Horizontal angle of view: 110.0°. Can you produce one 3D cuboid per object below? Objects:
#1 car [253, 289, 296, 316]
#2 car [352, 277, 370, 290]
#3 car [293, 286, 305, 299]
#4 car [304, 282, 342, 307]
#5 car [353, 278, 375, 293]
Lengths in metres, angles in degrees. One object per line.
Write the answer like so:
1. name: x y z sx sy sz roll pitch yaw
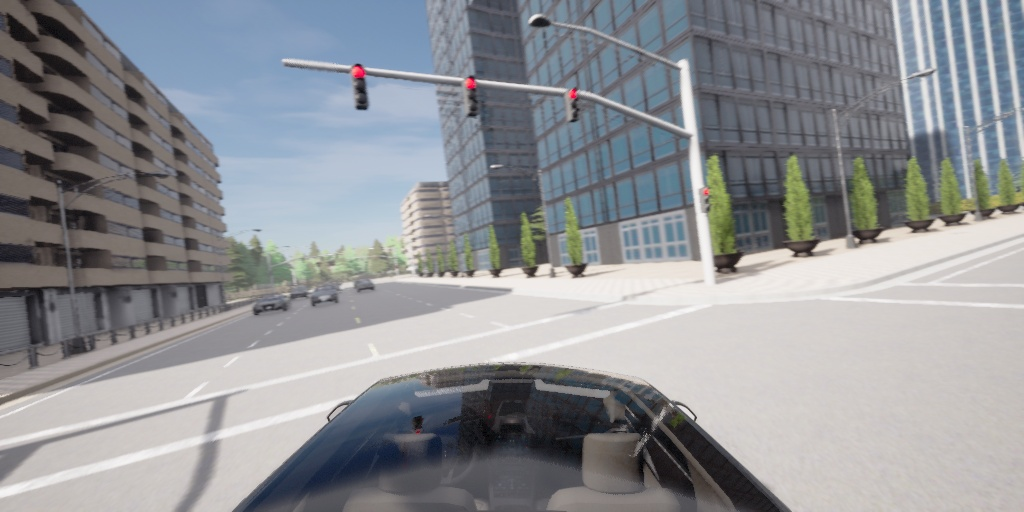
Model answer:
1. car: -17.945 3.561 26.969 1.994 1.385 4.181 -7 0 -25
2. car: -22.939 4.145 54.393 2.128 1.511 4.902 -7 0 -25
3. car: -25.229 4.428 42.779 1.837 1.490 4.892 -7 0 -25
4. car: -15.025 3.123 28.918 2.128 1.511 4.902 -7 0 -25
5. car: -17.350 3.487 42.499 2.033 1.411 5.357 -7 0 -25
